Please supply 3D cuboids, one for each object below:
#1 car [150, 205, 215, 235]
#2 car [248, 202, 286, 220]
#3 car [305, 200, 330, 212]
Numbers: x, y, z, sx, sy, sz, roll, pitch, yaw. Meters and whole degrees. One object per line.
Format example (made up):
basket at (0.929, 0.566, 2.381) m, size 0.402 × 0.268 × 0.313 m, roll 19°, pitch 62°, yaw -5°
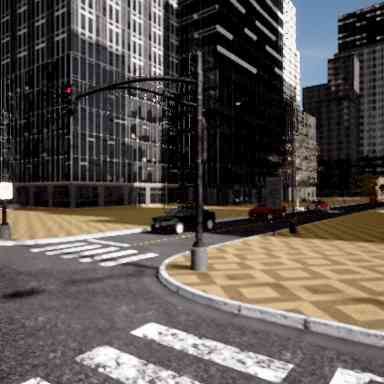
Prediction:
car at (-0.459, 1.618, 20.422) m, size 1.882 × 1.535 × 5.008 m, roll 0°, pitch 0°, yaw 36°
car at (6.806, 1.645, 29.998) m, size 1.882 × 1.535 × 5.008 m, roll 0°, pitch 0°, yaw 37°
car at (15.855, 1.726, 41.885) m, size 1.812 × 1.442 × 4.674 m, roll 0°, pitch 0°, yaw 38°
